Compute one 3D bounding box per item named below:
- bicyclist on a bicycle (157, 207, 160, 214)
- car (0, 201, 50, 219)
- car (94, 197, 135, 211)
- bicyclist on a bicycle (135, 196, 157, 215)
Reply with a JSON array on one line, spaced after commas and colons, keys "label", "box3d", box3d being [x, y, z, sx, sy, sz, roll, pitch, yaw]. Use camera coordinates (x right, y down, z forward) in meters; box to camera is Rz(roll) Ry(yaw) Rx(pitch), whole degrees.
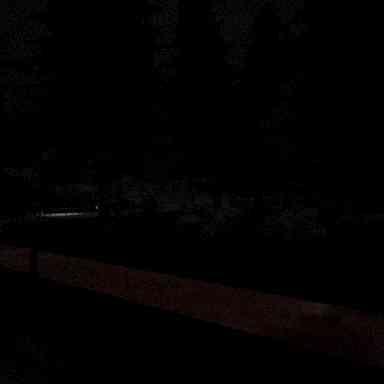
[{"label": "bicyclist on a bicycle", "box3d": [-3.529, 1.142, 28.924, 1.656, 1.620, 0.582, 0, 0, 22]}, {"label": "car", "box3d": [-14.350, 1.438, 27.422, 1.895, 1.301, 4.718, 0, 0, 35]}, {"label": "car", "box3d": [-8.295, 1.329, 35.907, 2.128, 1.511, 4.902, 0, 0, 36]}, {"label": "bicyclist on a bicycle", "box3d": [-4.091, 1.141, 28.441, 1.656, 1.620, 0.582, 0, 0, 15]}]
